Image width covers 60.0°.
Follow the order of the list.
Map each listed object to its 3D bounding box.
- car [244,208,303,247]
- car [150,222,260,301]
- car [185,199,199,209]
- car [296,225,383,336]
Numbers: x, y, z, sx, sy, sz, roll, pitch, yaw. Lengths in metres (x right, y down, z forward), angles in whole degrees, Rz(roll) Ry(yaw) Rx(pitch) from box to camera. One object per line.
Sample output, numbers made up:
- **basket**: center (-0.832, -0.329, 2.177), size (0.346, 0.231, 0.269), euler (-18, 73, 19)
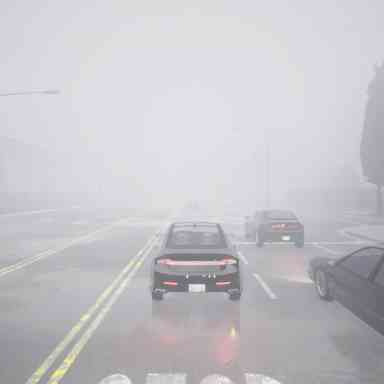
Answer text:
- **car**: center (3.565, 1.505, 15.035), size (1.837, 1.490, 4.892), euler (0, 0, 0)
- **car**: center (0.081, 1.491, 8.334), size (2.128, 1.511, 4.902), euler (0, 0, 0)
- **car**: center (0.001, 1.601, 44.148), size (1.895, 1.301, 4.718), euler (0, 0, 0)
- **car**: center (3.588, 1.547, 5.288), size (2.033, 1.411, 5.357), euler (0, 0, 0)
